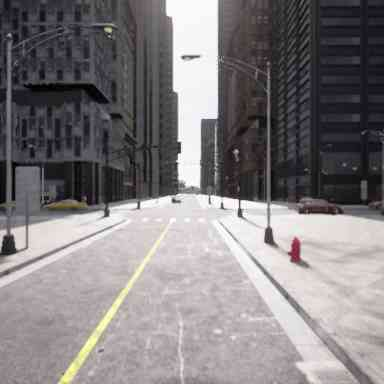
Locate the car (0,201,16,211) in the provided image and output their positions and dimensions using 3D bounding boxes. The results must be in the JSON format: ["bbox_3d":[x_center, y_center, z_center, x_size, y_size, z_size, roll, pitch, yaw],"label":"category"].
[{"bbox_3d":[-20.618,1.551,39.784,4.829,1.417,1.752,0,0,0],"label":"car"}]

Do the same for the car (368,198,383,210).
[{"bbox_3d":[23.146,1.355,39.517,4.097,1.590,1.967,0,0,0],"label":"car"}]

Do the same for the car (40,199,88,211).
[{"bbox_3d":[-15.016,1.536,39.750,4.829,1.417,1.752,0,0,0],"label":"car"}]

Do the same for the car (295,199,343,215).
[{"bbox_3d":[11.895,1.361,31.060,4.097,1.590,1.967,0,0,0],"label":"car"}]

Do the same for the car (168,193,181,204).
[{"bbox_3d":[-2.998,1.491,64.097,2.033,1.411,5.357,0,0,0],"label":"car"}]
